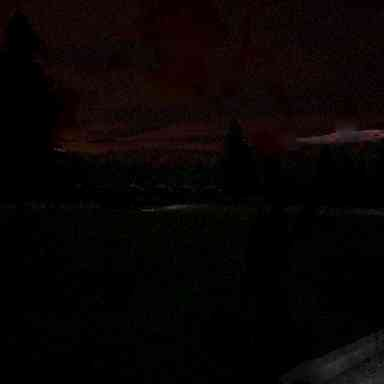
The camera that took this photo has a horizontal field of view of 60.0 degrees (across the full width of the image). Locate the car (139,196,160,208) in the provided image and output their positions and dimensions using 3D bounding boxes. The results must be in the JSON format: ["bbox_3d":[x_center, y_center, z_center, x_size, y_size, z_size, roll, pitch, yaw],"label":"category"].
[{"bbox_3d":[-7.514,1.478,47.166,5.008,1.535,1.882,0,0,13],"label":"car"}]

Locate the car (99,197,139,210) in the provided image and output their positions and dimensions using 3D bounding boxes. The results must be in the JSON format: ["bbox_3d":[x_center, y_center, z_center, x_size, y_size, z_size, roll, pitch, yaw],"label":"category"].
[{"bbox_3d":[-9.051,1.556,40.337,4.181,1.385,1.994,0,0,13],"label":"car"}]

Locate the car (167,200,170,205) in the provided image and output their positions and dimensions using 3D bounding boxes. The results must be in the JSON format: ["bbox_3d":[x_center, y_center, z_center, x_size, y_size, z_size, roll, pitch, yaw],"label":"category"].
[{"bbox_3d":[-5.978,1.486,53.996,5.008,1.535,1.882,0,0,13],"label":"car"}]

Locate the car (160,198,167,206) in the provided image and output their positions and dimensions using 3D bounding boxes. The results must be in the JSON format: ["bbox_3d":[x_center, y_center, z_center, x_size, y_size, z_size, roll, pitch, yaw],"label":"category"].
[{"bbox_3d":[-6.746,1.509,50.581,4.892,1.490,1.837,0,0,13],"label":"car"}]
